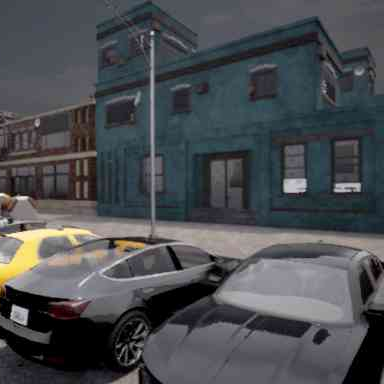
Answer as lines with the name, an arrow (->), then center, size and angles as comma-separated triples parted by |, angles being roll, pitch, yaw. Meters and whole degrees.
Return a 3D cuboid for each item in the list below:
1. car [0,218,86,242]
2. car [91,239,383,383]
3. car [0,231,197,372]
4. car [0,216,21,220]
car -> -2.888, 1.480, 7.605 | 1.946, 1.575, 5.366 | 0, 0, 35
car -> 1.447, 1.481, 4.325 | 2.097, 1.535, 5.008 | 0, 0, 35
car -> -0.709, 1.511, 5.875 | 2.163, 1.488, 4.792 | 0, 0, 35
car -> -5.283, 1.514, 9.033 | 2.163, 1.488, 4.792 | 0, 0, 35
